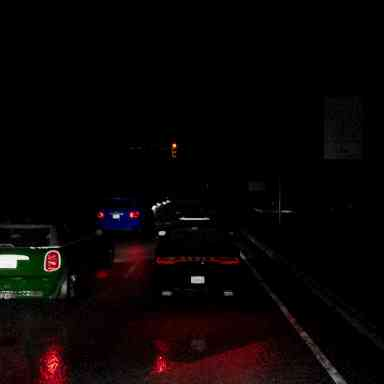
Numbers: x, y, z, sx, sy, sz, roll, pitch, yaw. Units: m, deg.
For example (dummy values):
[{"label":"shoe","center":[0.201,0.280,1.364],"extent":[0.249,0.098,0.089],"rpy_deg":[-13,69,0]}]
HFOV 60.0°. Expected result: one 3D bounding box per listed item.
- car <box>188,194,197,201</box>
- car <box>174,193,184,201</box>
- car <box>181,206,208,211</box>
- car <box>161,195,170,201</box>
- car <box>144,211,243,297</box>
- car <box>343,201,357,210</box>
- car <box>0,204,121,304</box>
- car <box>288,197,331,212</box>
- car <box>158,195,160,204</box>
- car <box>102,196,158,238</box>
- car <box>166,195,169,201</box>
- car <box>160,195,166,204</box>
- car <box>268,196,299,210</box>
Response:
[{"label":"car","center":[0.128,1.348,85.967],"extent":[2.097,1.767,4.553],"rpy_deg":[0,0,0]},{"label":"car","center":[-3.372,1.218,85.650],"extent":[2.150,2.045,5.566],"rpy_deg":[0,0,0]},{"label":"car","center":[0.127,1.491,18.148],"extent":[2.128,1.511,4.902],"rpy_deg":[0,0,0]},{"label":"car","center":[-6.873,1.459,85.415],"extent":[1.882,1.535,5.008],"rpy_deg":[0,0,0]},{"label":"car","center":[0.113,1.478,8.648],"extent":[1.882,1.535,5.008],"rpy_deg":[0,0,0]},{"label":"car","center":[20.589,1.562,41.476],"extent":[4.181,1.385,1.994],"rpy_deg":[0,0,3]},{"label":"car","center":[-3.388,1.352,8.276],"extent":[2.097,1.767,4.553],"rpy_deg":[0,0,0]},{"label":"car","center":[13.764,1.564,38.361],"extent":[4.181,1.385,1.994],"rpy_deg":[0,0,3]},{"label":"car","center":[-7.002,1.505,55.801],"extent":[1.837,1.490,4.892],"rpy_deg":[0,0,0]},{"label":"car","center":[-3.393,1.221,17.893],"extent":[2.150,2.045,5.566],"rpy_deg":[0,0,2]},{"label":"car","center":[-6.888,1.478,75.390],"extent":[1.882,1.535,5.008],"rpy_deg":[0,0,0]},{"label":"car","center":[-6.933,1.547,65.581],"extent":[2.033,1.411,5.357],"rpy_deg":[0,0,1]},{"label":"car","center":[12.009,1.352,41.970],"extent":[4.553,1.767,2.097],"rpy_deg":[0,0,3]}]
